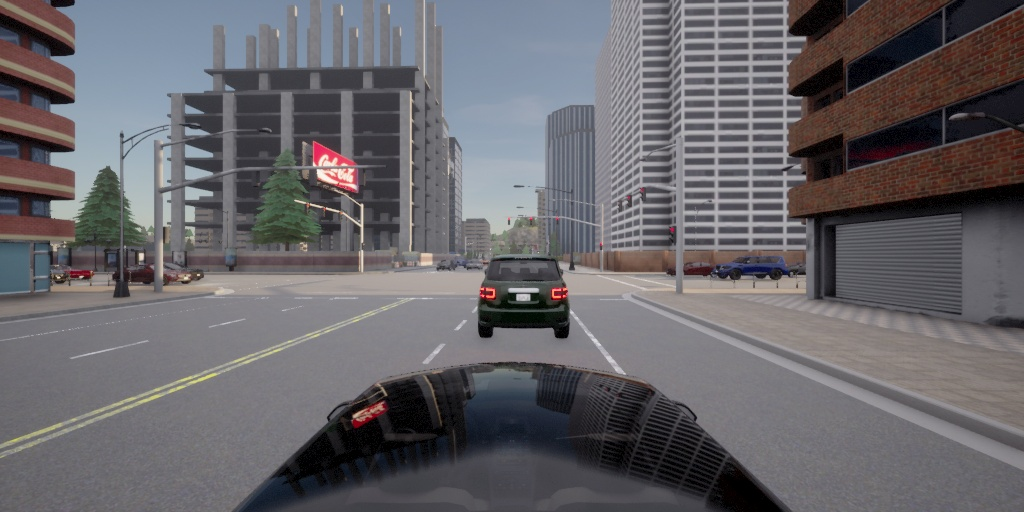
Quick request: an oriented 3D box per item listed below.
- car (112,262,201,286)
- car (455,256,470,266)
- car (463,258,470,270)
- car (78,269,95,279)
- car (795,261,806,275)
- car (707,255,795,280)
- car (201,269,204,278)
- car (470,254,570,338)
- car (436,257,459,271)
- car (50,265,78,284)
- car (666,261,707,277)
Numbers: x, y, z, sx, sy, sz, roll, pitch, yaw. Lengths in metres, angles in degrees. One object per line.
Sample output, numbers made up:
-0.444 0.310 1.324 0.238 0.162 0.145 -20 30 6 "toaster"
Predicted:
-24.764 1.276 24.746 4.674 1.442 1.812 0 0 2 "car"
-8.494 0.971 58.735 2.150 2.045 5.566 0 0 0 "car"
-5.282 1.351 51.169 1.895 1.301 4.718 0 0 2 "car"
-36.499 1.351 28.630 4.718 1.301 1.895 0 0 2 "car"
27.236 1.241 33.751 4.902 1.511 2.128 0 0 2 "car"
20.222 0.971 30.490 5.566 2.045 2.150 0 0 2 "car"
-27.207 1.228 28.327 5.008 1.535 1.882 0 0 2 "car"
0.338 0.971 10.294 2.150 2.045 5.566 0 0 2 "car"
-8.885 1.255 48.534 1.837 1.490 4.892 0 0 2 "car"
-34.010 1.255 25.046 4.892 1.490 1.837 0 0 2 "car"
17.306 1.228 34.083 5.008 1.535 1.882 0 0 2 "car"
